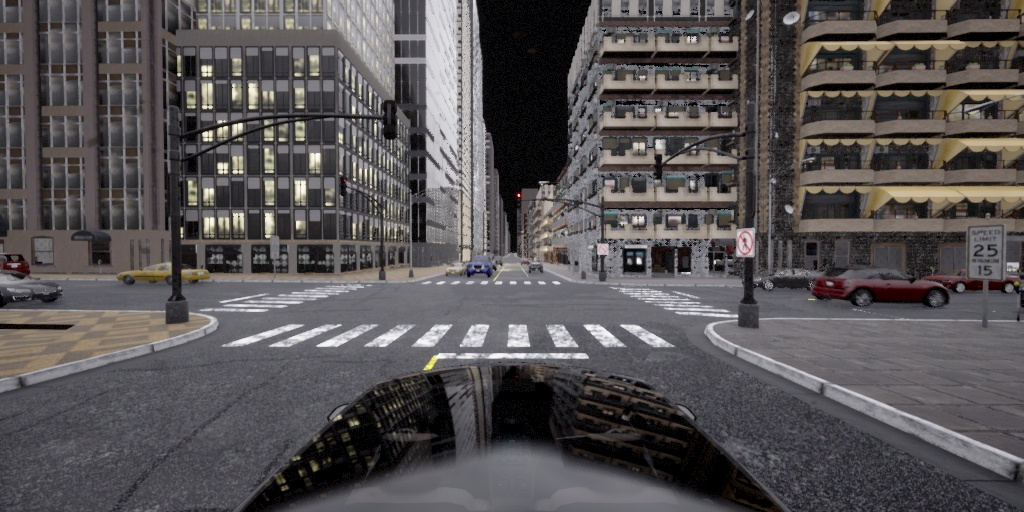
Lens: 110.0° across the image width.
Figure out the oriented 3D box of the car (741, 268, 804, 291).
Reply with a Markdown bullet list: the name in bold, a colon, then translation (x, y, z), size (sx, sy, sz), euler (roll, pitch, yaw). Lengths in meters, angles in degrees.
- **car**: translation (16.344, 1.375, 21.724), size (4.403, 1.370, 2.007), euler (0, 0, 1)

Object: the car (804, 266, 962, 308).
- **car**: translation (16.258, 1.273, 15.931), size (4.553, 1.767, 2.097), euler (0, 1, 1)

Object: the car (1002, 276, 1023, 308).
- **car**: translation (21.736, 1.576, 13.258), size (4.313, 1.339, 1.948), euler (0, 0, 1)

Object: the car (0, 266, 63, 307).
- **car**: translation (-20.265, 1.203, 13.954), size (4.403, 1.370, 2.007), euler (0, 0, 1)

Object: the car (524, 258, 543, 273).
- **car**: translation (2.761, 1.287, 42.219), size (2.007, 1.370, 4.403), euler (0, 0, 0)

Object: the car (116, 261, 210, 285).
- **car**: translation (-21.631, 1.028, 22.290), size (4.829, 1.417, 1.751), euler (0, 0, 1)

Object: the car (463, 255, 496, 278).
- **car**: translation (-3.042, 0.961, 34.711), size (2.150, 2.045, 5.566), euler (0, 0, 0)

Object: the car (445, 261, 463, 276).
- **car**: translation (-5.630, 1.264, 36.409), size (1.751, 1.417, 4.829), euler (0, 0, 0)

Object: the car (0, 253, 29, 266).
- **car**: translation (-33.577, 0.711, 22.516), size (5.009, 1.841, 2.192), euler (0, 0, 1)

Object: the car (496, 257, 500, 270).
- **car**: translation (-3.011, 1.213, 48.225), size (1.882, 1.535, 5.008), euler (0, 0, 0)

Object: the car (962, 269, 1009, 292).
- **car**: translation (27.409, 1.461, 21.548), size (4.507, 1.381, 1.888), euler (0, 0, 1)
